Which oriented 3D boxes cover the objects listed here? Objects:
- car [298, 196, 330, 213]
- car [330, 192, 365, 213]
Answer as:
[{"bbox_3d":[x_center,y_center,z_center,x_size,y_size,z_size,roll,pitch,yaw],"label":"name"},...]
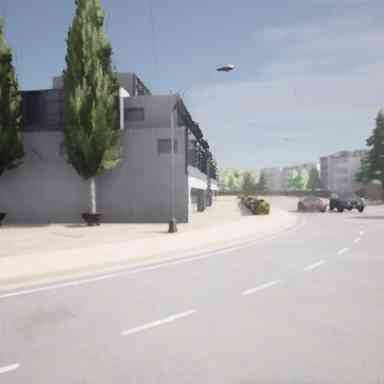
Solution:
[{"bbox_3d":[12.022,1.175,33.594,2.097,1.767,4.553,-1,0,9],"label":"car"},{"bbox_3d":[15.651,1.001,33.957,2.150,2.045,5.566,-1,0,9],"label":"car"}]
